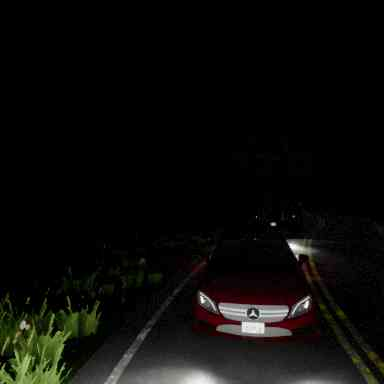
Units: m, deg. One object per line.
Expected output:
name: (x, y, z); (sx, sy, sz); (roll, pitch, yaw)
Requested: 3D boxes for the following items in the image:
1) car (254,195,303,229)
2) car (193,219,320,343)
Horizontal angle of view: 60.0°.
car: (5.005, 1.215, 18.857); (2.150, 2.045, 5.566); (-2, -1, 22)
car: (1.232, 1.534, 6.686); (1.812, 1.442, 4.674); (-1, 0, 11)
